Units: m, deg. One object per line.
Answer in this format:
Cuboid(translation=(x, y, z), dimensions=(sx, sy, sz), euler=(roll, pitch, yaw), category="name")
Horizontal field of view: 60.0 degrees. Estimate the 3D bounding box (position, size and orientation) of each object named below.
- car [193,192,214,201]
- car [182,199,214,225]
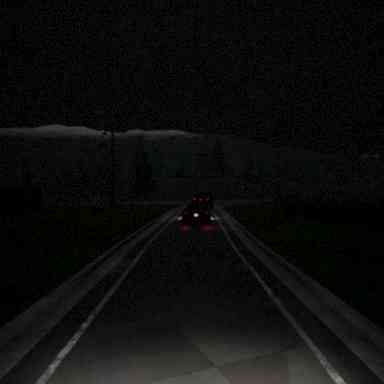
Cuboid(translation=(1.462, 1.027, 41.301), dimensions=(2.150, 2.045, 5.566), euler=(0, 0, 10), category="car")
Cuboid(translation=(0.318, 1.453, 23.368), dimensions=(1.994, 1.385, 4.181), euler=(0, 0, 1), category="car")
